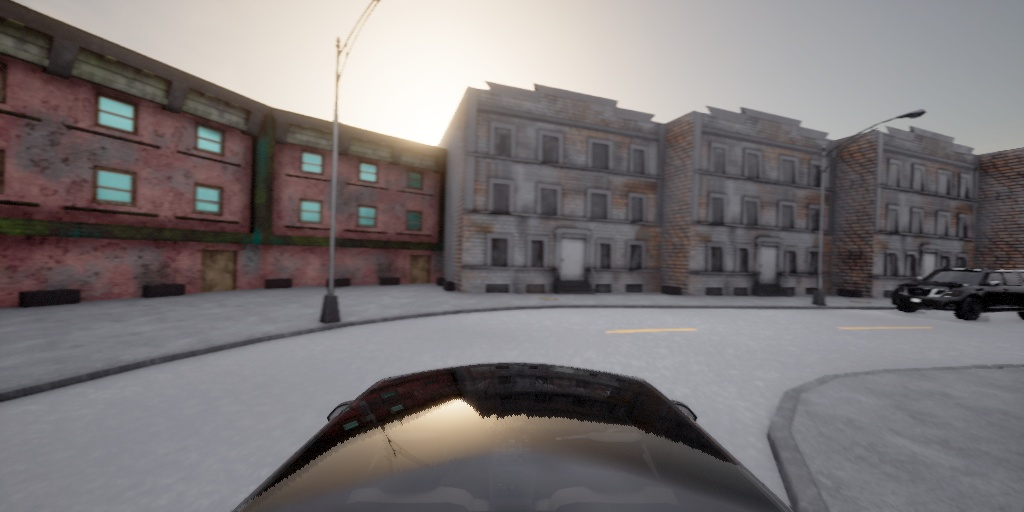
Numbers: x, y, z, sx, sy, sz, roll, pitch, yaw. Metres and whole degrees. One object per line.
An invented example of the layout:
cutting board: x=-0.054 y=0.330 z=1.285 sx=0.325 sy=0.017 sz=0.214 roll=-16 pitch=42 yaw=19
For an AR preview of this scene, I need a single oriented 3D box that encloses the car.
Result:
car: x=19.058 y=1.516 z=14.955 sx=5.566 sy=2.045 sz=2.150 roll=2 pitch=0 yaw=-10
